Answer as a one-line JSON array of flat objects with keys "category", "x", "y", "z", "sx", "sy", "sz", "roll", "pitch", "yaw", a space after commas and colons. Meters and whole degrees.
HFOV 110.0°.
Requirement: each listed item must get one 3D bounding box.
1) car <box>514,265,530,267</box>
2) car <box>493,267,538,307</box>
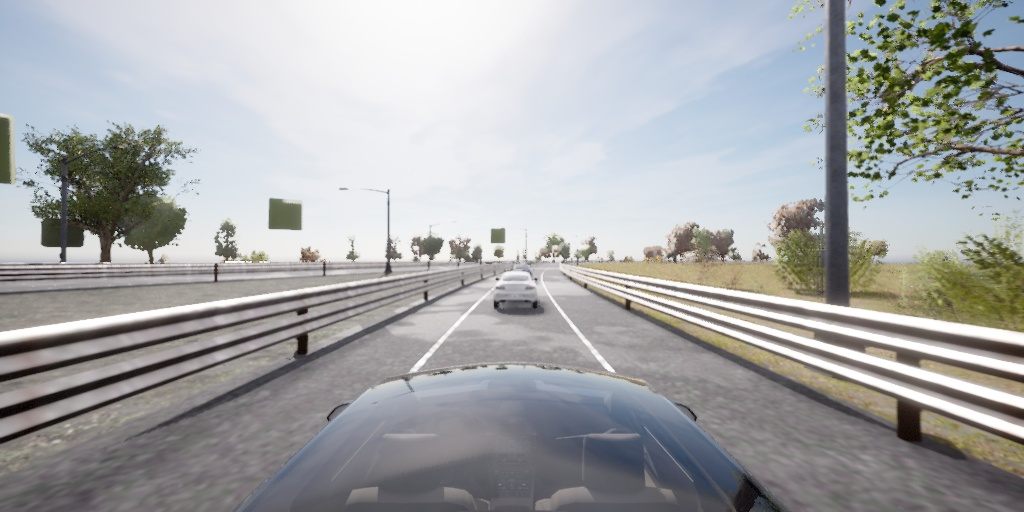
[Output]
[{"category": "car", "x": 0.883, "y": 1.534, "z": 31.018, "sx": 1.837, "sy": 1.490, "sz": 4.892, "roll": 0, "pitch": 0, "yaw": 4}, {"category": "car", "x": 0.197, "y": 1.412, "z": 16.167, "sx": 1.812, "sy": 1.442, "sz": 4.674, "roll": 0, "pitch": 0, "yaw": 2}]
